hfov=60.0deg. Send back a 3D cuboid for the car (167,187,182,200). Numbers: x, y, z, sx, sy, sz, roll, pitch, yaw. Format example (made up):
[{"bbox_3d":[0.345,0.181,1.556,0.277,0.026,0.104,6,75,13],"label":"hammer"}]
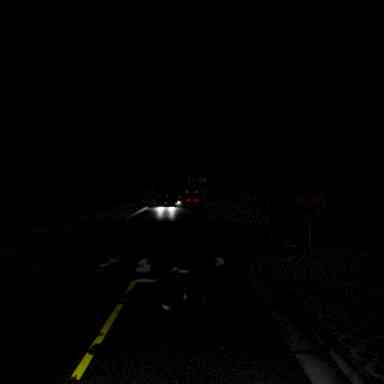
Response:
[{"bbox_3d":[-2.816,0.258,53.806,2.150,2.045,5.566,0,1,0],"label":"car"}]

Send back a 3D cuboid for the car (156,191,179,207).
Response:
[{"bbox_3d":[-2.843,0.951,37.700,1.994,1.385,4.181,0,1,0],"label":"car"}]

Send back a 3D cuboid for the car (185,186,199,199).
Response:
[{"bbox_3d":[-0.005,0.128,59.265,2.150,2.045,5.566,0,1,0],"label":"car"}]

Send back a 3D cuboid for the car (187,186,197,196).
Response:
[{"bbox_3d":[-0.006,-0.291,69.679,2.150,2.045,5.566,0,1,0],"label":"car"}]
